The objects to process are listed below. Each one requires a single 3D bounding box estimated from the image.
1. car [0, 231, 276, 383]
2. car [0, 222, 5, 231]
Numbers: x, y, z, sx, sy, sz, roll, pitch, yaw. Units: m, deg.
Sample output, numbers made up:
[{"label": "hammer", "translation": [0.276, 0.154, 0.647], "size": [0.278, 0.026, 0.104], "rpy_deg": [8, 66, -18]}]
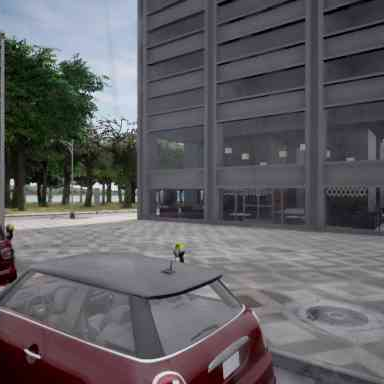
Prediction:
[{"label": "car", "translation": [-1.257, 1.440, 3.855], "size": [4.097, 1.590, 1.967], "rpy_deg": [0, 0, 35]}, {"label": "car", "translation": [-5.686, 1.315, 7.010], "size": [5.009, 1.841, 2.192], "rpy_deg": [0, 0, 35]}]
